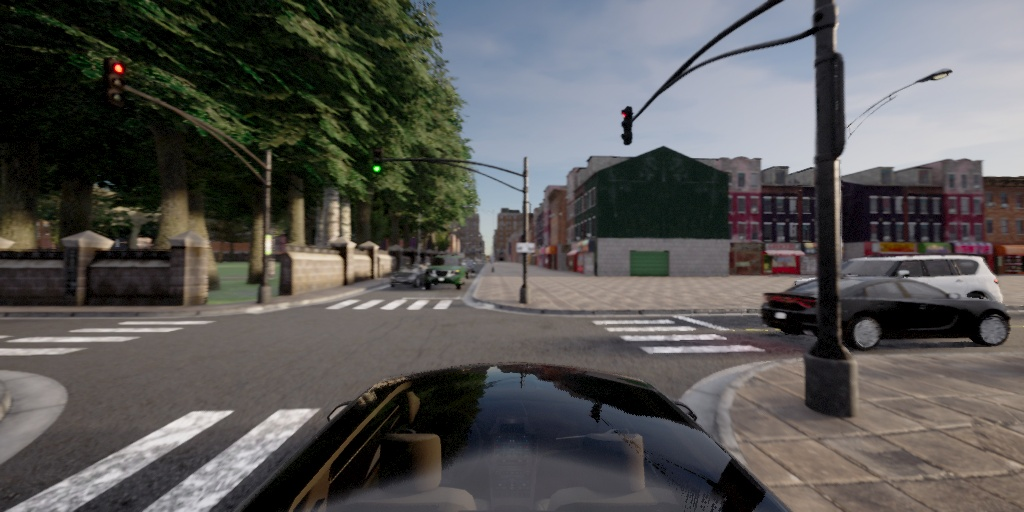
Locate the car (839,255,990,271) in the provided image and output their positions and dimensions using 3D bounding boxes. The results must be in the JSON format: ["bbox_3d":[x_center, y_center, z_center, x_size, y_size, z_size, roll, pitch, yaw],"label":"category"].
[{"bbox_3d":[12.060,1.000,11.501,5.566,2.045,2.150,0,-1,-3],"label":"car"}]

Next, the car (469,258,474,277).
[{"bbox_3d":[-4.812,1.242,33.335,1.882,1.535,5.008,0,0,-4],"label":"car"}]

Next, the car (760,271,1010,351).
[{"bbox_3d":[8.557,1.197,8.400,5.008,1.535,1.882,0,-2,-6],"label":"car"}]

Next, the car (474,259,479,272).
[{"bbox_3d":[-5.453,1.335,43.982,2.033,1.411,5.357,0,0,-4],"label":"car"}]

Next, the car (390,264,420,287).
[{"bbox_3d":[-6.812,1.280,23.842,2.007,1.370,4.403,0,0,-3],"label":"car"}]

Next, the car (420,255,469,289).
[{"bbox_3d":[-4.196,0.971,23.169,2.150,2.045,5.566,0,0,-4],"label":"car"}]
